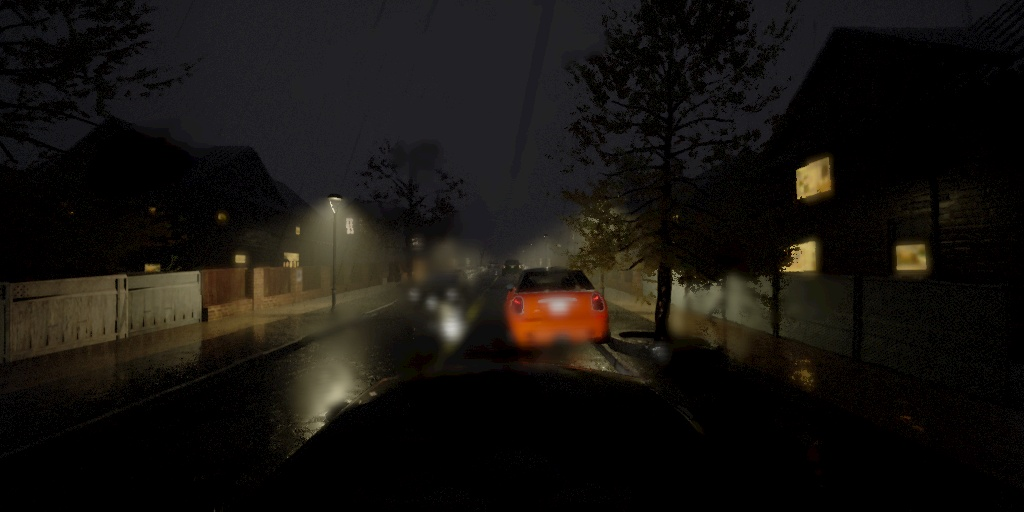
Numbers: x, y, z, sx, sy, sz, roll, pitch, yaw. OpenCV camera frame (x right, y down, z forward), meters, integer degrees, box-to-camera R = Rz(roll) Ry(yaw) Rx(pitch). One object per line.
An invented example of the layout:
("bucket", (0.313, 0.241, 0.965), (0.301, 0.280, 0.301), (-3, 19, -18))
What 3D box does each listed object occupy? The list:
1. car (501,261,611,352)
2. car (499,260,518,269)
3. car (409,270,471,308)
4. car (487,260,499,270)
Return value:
("car", (0.917, 1.059, 9.121), (2.097, 1.767, 4.553), (-3, -1, 0))
("car", (0.043, 1.162, 37.951), (2.097, 1.767, 4.553), (0, 0, 0))
("car", (-2.862, 1.316, 15.515), (2.033, 1.411, 5.357), (0, 0, 0))
("car", (-2.893, 1.359, 57.337), (2.128, 1.511, 4.902), (0, 0, 0))
